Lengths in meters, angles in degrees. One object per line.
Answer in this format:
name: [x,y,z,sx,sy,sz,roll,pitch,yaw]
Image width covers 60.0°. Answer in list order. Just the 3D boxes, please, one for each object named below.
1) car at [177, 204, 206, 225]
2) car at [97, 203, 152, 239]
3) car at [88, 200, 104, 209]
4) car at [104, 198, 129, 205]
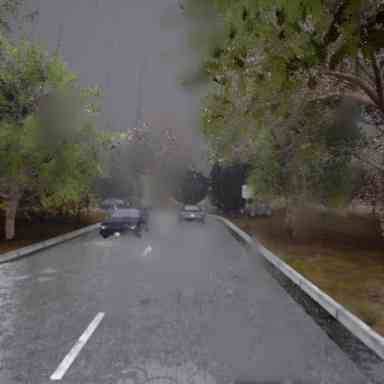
car: [-0.076,1.582,24.631,1.994,1.385,4.181,1,0,-3]
car: [-3.281,1.503,17.434,2.033,1.411,5.357,1,0,1]
car: [-12.820,1.484,37.648,4.674,1.442,1.812,0,-1,8]
car: [-9.956,1.557,40.600,4.892,1.490,1.837,0,-3,22]
